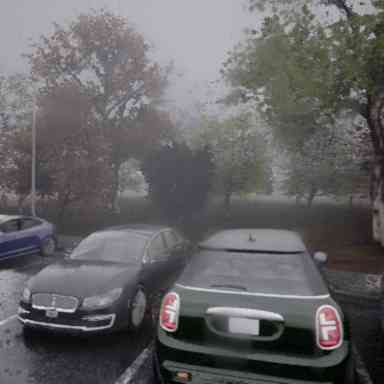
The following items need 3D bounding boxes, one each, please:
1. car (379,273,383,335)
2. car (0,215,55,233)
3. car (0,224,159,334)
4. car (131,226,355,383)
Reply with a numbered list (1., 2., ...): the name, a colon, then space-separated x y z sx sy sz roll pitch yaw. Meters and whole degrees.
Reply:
1. car: 3.496 1.528 3.617 2.002 1.452 4.674 1 -1 15
2. car: -6.249 1.498 10.406 2.163 1.488 4.792 1 -1 14
3. car: -1.353 1.478 7.051 2.231 1.521 4.892 1 -1 15
4. car: 1.057 1.356 5.307 2.185 1.767 4.553 0 -1 15
